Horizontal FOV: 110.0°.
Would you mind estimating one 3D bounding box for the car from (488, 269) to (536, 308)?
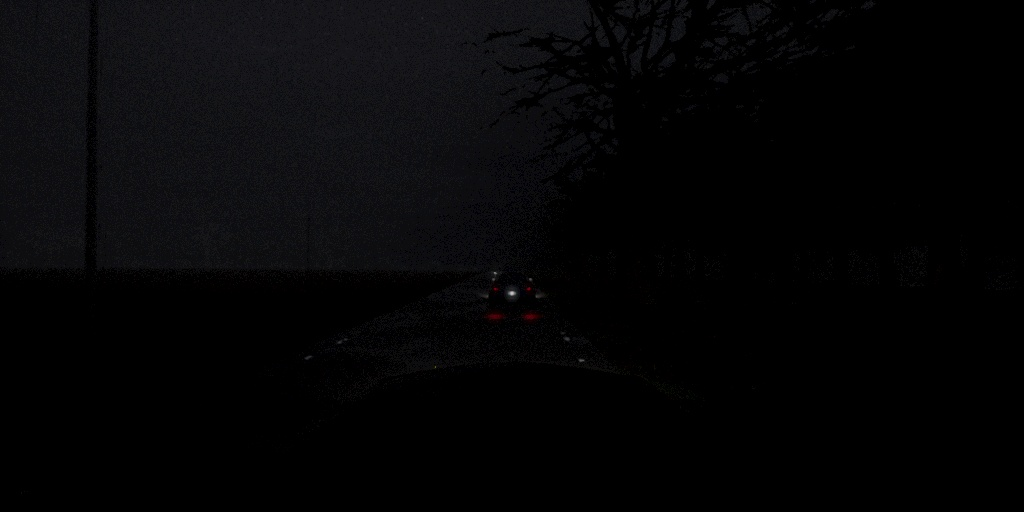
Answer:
[{"bbox_3d":[0.006,1.469,16.166,1.994,1.385,4.181,0,-1,0],"label":"car"}]

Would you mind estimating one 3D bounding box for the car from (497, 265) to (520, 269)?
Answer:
[{"bbox_3d":[0.004,1.629,30.892,2.033,1.411,5.357,0,-1,0],"label":"car"}]
